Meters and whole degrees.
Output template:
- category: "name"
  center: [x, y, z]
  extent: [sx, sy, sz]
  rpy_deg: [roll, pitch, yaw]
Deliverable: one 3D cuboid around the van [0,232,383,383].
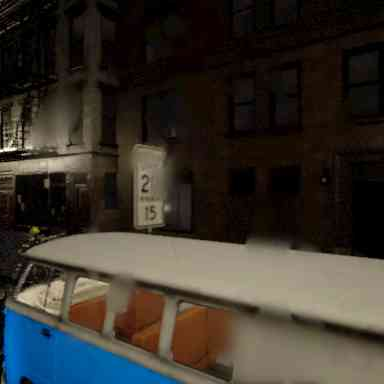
- category: "van"
  center: [-0.018, 1.338, 2.822]
  extent: [3.998, 1.788, 1.690]
  rpy_deg: [0, 0, 35]
